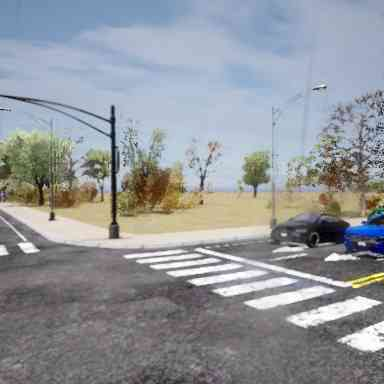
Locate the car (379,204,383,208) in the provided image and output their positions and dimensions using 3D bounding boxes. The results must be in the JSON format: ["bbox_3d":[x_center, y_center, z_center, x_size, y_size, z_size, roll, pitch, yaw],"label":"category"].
[{"bbox_3d":[13.307,1.339,20.684,5.566,2.045,2.150,0,0,-34],"label":"car"}]

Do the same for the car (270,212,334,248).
[{"bbox_3d":[5.593,1.652,15.398,4.181,1.385,1.994,0,0,-34],"label":"car"}]

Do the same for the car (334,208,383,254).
[{"bbox_3d":[8.055,1.563,13.146,5.008,1.535,1.882,0,0,-34],"label":"car"}]
